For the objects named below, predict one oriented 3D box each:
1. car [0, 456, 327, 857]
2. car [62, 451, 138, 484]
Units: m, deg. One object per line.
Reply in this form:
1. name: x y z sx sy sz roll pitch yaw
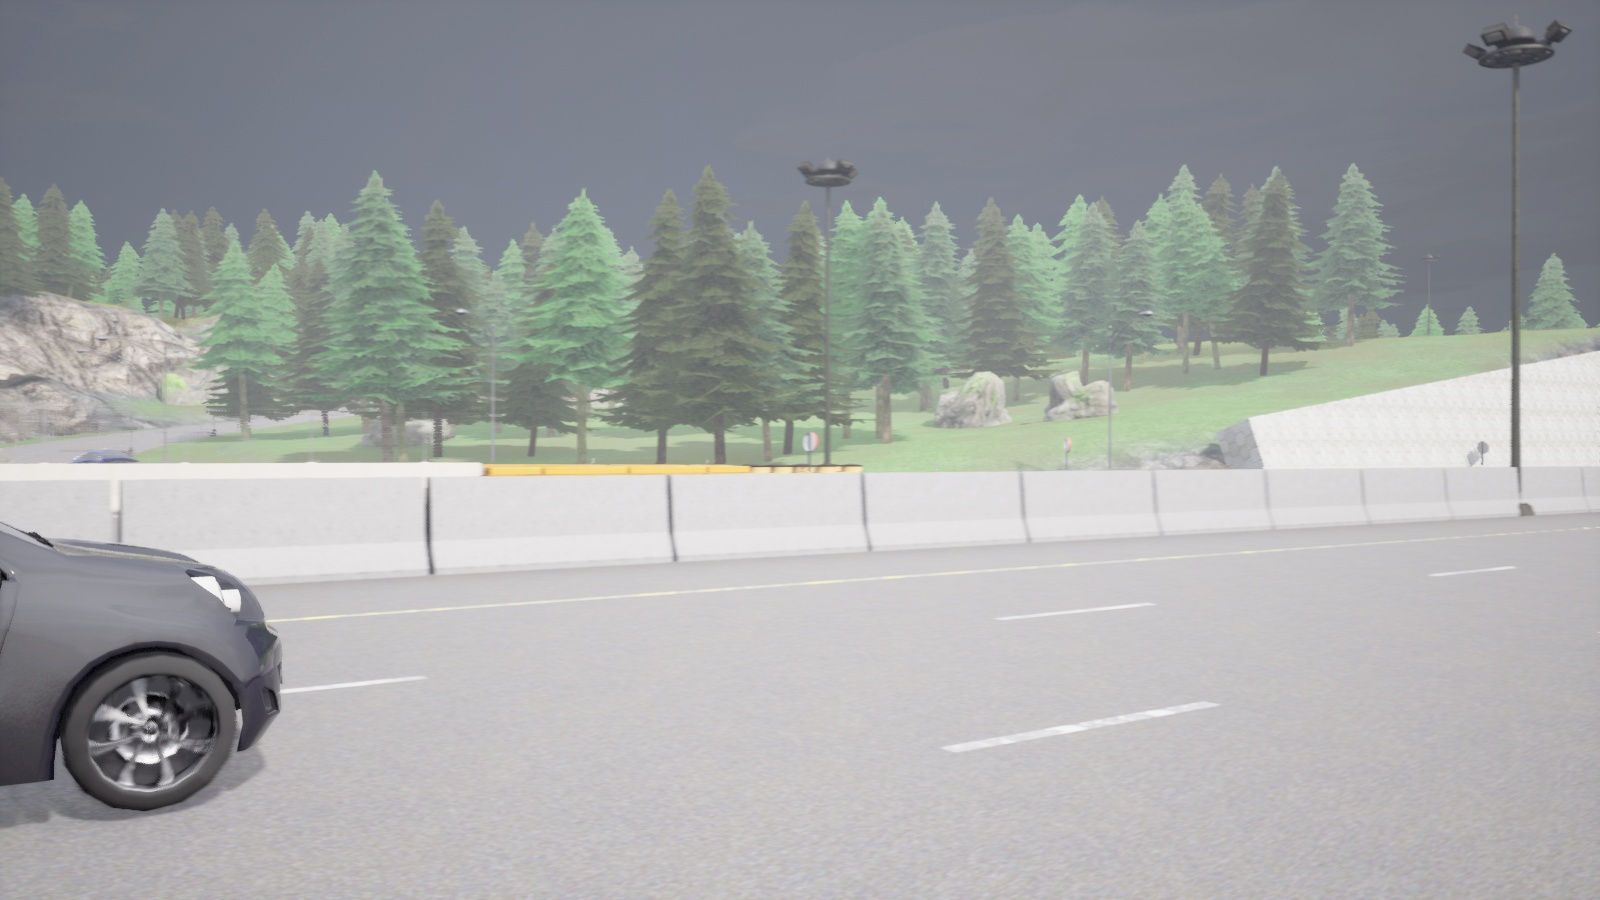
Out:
1. car: -4.048 0.780 5.106 3.633 1.501 1.845 0 0 -35
2. car: -36.080 0.874 64.670 5.008 1.535 1.882 1 1 42
